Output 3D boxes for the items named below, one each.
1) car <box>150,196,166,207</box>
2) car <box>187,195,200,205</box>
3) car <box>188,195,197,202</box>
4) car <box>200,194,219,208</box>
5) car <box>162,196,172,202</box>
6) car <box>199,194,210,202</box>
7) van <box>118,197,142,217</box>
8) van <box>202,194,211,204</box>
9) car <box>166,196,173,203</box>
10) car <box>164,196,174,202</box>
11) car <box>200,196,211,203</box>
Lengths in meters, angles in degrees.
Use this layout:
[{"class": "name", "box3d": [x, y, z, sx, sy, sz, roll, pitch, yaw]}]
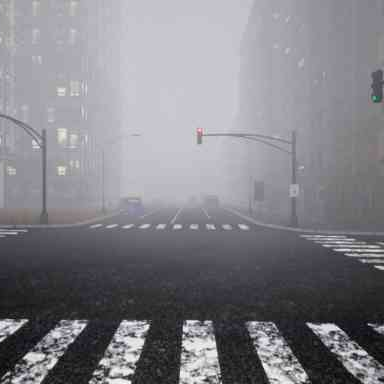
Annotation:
[{"class": "car", "box3d": [-5.635, 1.543, 52.679, 1.752, 1.417, 4.829, 0, 0, 0]}, {"class": "car", "box3d": [0.067, 1.623, 60.165, 1.895, 1.301, 4.718, 0, 0, 0]}, {"class": "car", "box3d": [0.076, 1.380, 70.141, 1.837, 1.490, 4.892, 0, 0, 0]}, {"class": "car", "box3d": [2.739, 1.330, 47.291, 2.192, 1.841, 5.009, 0, 0, 0]}, {"class": "car", "box3d": [-5.613, 1.559, 74.883, 1.752, 1.417, 4.829, 0, 0, 0]}, {"class": "car", "box3d": [2.768, 1.349, 75.045, 2.192, 1.841, 5.009, 0, 0, 0]}, {"class": "van", "box3d": [-5.658, 1.347, 30.646, 1.690, 1.788, 3.998, 0, 0, 0]}, {"class": "van", "box3d": [2.756, 1.366, 63.944, 1.690, 1.788, 3.998, 0, 0, 0]}, {"class": "car", "box3d": [-5.618, 1.469, 69.502, 1.967, 1.590, 4.097, 0, 0, 0]}, {"class": "car", "box3d": [-5.606, 1.590, 80.604, 2.008, 1.369, 4.403, 0, 0, 0]}, {"class": "car", "box3d": [2.763, 1.580, 69.494, 2.008, 1.369, 4.403, 0, 0, 0]}]
